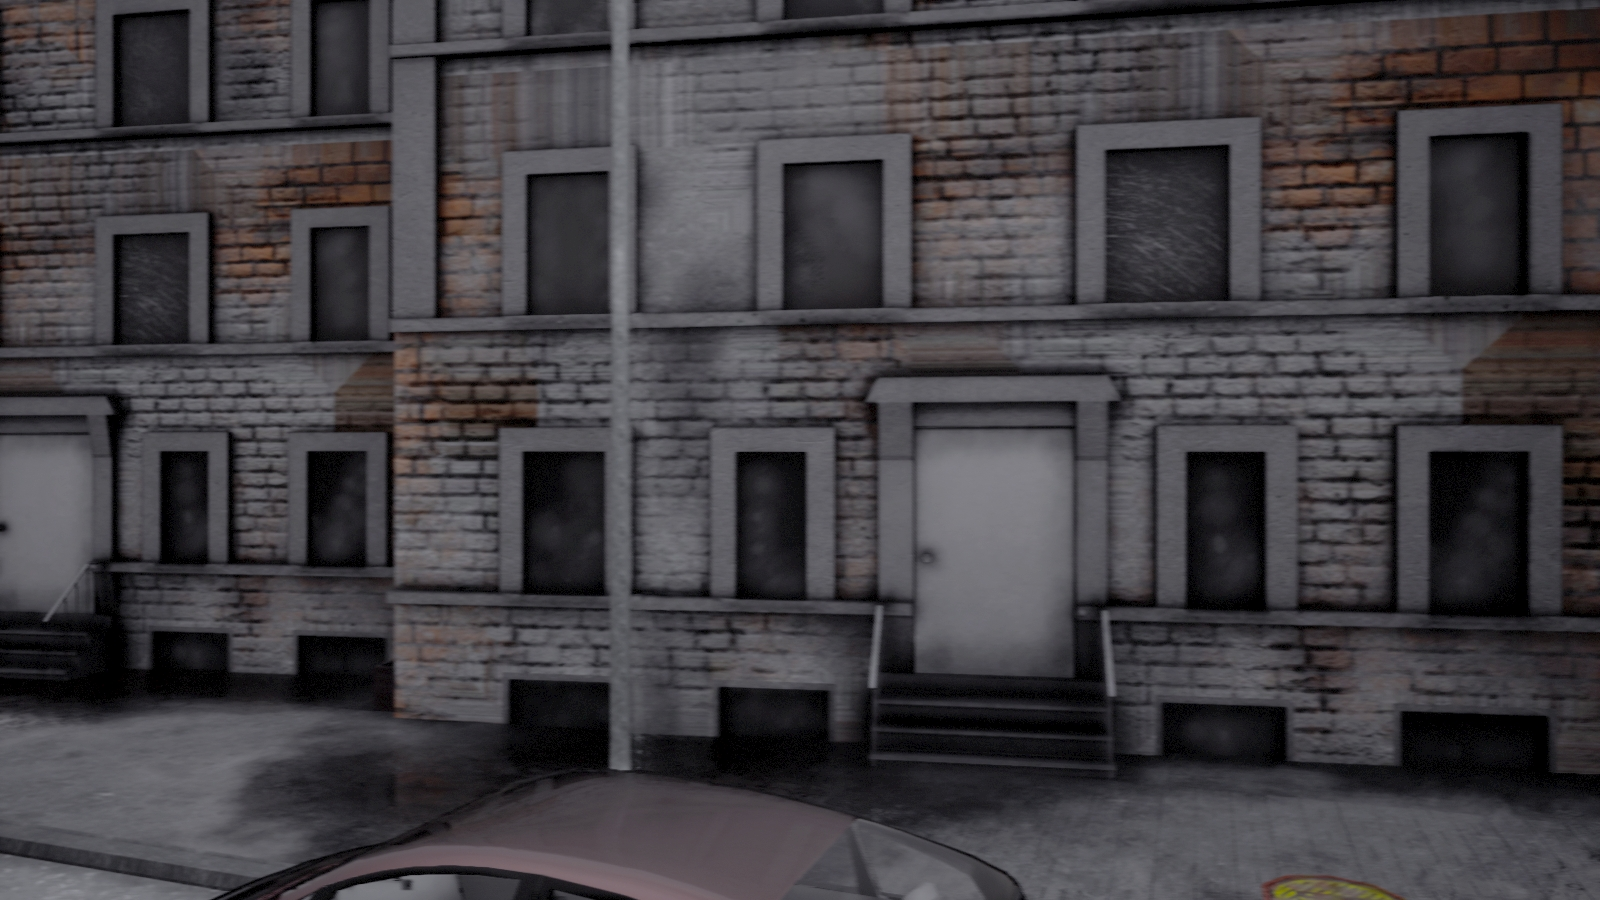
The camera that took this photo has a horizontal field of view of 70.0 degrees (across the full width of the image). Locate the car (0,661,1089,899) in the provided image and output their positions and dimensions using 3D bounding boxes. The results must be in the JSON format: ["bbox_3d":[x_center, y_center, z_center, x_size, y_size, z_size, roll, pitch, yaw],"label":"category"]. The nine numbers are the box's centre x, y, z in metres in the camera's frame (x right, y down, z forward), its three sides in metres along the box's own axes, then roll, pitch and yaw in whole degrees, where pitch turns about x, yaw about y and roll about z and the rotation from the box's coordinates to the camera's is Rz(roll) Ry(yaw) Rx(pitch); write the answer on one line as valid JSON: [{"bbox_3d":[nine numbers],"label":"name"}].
[{"bbox_3d":[-0.954,1.806,4.100,3.705,1.549,1.789,0,0,20],"label":"car"}]
